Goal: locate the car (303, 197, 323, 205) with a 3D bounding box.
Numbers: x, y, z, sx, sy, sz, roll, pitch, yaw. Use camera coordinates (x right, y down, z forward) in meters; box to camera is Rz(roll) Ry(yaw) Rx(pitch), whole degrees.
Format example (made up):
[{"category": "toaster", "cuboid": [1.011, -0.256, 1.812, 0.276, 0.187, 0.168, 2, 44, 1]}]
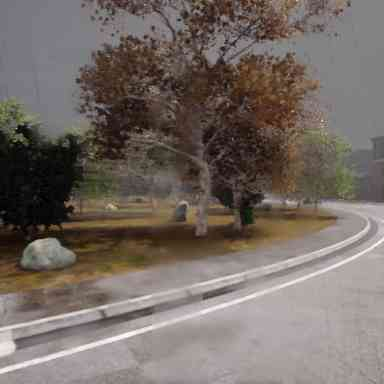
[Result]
[{"category": "car", "cuboid": [20.572, 1.471, 56.792, 1.994, 1.385, 4.181, -2, 0, -4]}]
